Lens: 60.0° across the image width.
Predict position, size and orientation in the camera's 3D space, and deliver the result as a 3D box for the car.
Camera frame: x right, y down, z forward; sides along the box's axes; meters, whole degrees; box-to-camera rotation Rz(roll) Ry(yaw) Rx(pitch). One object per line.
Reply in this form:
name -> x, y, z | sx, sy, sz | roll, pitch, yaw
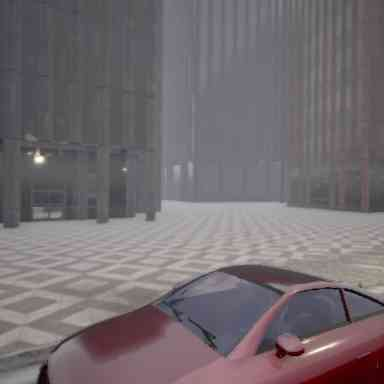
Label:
car -> 0.645, 1.543, 3.483 | 4.181, 1.385, 1.994 | 0, 0, -31
